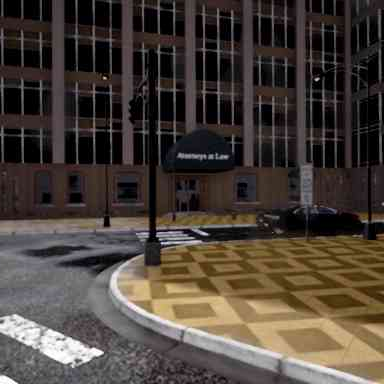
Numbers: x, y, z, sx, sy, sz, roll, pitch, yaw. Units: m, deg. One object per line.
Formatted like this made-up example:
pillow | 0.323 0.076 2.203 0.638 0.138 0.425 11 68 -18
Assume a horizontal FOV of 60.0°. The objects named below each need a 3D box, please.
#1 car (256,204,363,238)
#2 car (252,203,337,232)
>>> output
car | 5.820 1.311 16.076 4.902 1.511 2.128 0 0 -14
car | 5.779 1.392 19.002 4.181 1.385 1.994 0 0 -14
